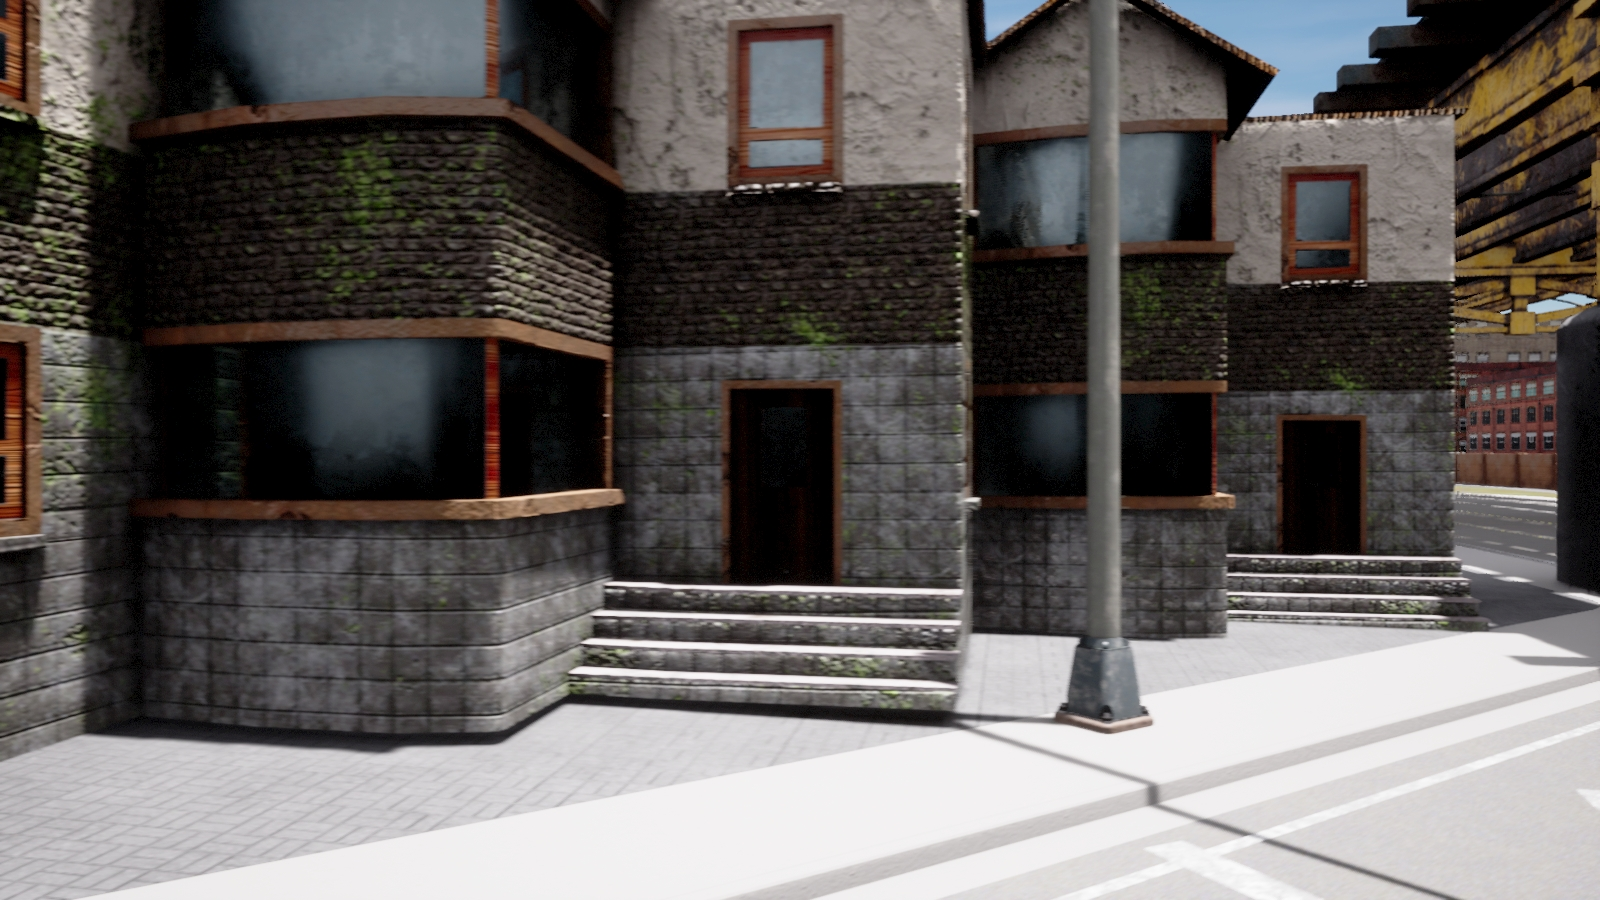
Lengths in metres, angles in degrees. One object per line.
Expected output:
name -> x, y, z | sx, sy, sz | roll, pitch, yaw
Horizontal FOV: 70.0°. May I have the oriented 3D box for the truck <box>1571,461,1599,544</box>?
truck -> 24.866, 1.567, 32.818 | 2.627, 2.467, 5.204 | 0, 0, 11
